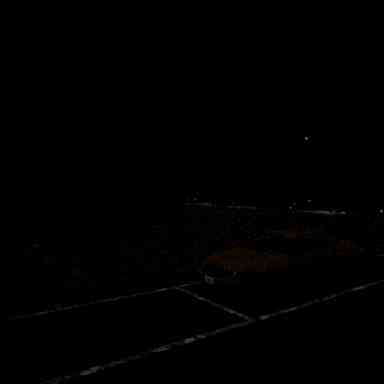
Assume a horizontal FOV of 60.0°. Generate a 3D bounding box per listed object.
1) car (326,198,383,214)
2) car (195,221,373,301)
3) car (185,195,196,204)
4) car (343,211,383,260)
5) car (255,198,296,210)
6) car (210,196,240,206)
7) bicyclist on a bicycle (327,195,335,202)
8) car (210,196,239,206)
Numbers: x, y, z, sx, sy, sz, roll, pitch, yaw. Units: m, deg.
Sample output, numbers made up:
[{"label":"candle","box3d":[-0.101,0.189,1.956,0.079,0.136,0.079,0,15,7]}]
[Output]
[{"label":"car","box3d":[14.675,1.341,30.209,2.128,1.511,4.902,1,0,-34]},{"label":"car","box3d":[2.345,1.526,8.337,4.829,1.417,1.752,0,1,-35]},{"label":"car","box3d":[-1.283,1.192,53.556,1.895,1.301,4.718,1,0,-34]},{"label":"car","box3d":[7.105,1.547,11.641,4.507,1.381,1.887,0,1,-35]},{"label":"car","box3d":[9.437,1.367,37.854,1.895,1.301,4.718,1,0,-34]},{"label":"car","box3d":[4.884,1.283,50.153,1.895,1.301,4.718,1,0,-34]},{"label":"bicyclist on a bicycle","box3d":[16.282,1.158,38.904,1.656,1.620,0.582,0,0,-34]},{"label":"car","box3d":[4.313,1.247,45.347,1.994,1.385,4.181,1,0,-34]}]
